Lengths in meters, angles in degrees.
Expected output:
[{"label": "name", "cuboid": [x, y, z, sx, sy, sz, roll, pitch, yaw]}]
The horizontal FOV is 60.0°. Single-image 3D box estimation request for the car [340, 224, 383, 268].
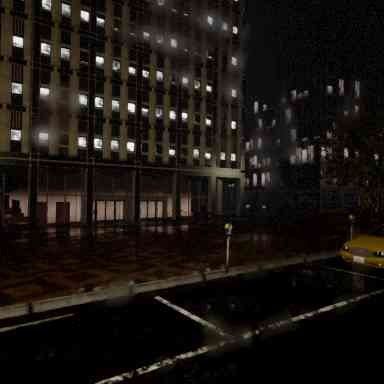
[{"label": "car", "cuboid": [6.608, 1.533, 10.489, 4.829, 1.417, 1.752, 0, 1, -34]}]
